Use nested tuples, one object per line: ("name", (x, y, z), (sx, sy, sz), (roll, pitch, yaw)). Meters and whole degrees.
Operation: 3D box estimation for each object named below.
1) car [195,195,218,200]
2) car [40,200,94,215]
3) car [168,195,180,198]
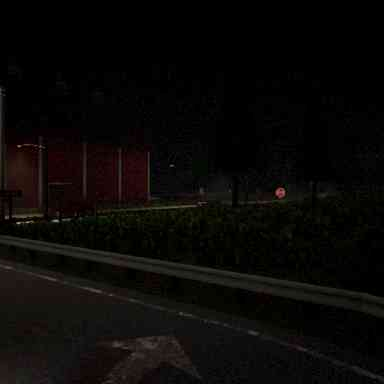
("car", (2.514, 1.518, 49.272), (2.128, 1.511, 4.902), (0, 0, 37))
("car", (-11.359, 1.504, 30.479), (1.882, 1.535, 5.008), (0, 0, 36))
("car", (-4.718, 1.532, 85.619), (1.816, 1.474, 4.193), (0, 0, 36))
